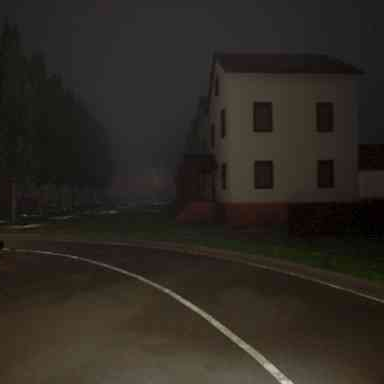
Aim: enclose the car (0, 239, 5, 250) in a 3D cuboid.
[{"bbox_3d":[-9.488,1.705,11.758,5.357,1.411,2.033,-1,0,11],"label":"car"}]
